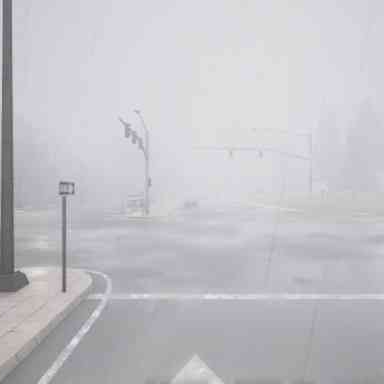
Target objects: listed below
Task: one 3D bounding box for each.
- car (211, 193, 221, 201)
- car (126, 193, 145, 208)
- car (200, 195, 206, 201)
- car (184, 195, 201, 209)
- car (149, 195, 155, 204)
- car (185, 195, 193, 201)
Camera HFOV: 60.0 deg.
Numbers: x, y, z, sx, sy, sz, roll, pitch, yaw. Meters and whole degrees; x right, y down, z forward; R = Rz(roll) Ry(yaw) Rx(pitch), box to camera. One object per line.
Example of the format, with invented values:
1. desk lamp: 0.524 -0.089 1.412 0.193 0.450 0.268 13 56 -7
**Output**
1. car: 6.193 1.224 85.939 2.150 2.045 5.566 0 0 -1
2. car: -8.322 1.220 49.576 2.150 2.045 5.566 0 0 -1
3. car: 2.693 1.523 85.929 1.812 1.442 4.674 0 0 -1
4. car: -0.153 1.525 44.823 1.812 1.442 4.674 0 0 -1
5. car: -8.520 1.350 66.233 2.097 1.767 4.553 0 0 0
6. car: -0.806 1.499 85.866 1.837 1.490 4.892 0 0 -1
